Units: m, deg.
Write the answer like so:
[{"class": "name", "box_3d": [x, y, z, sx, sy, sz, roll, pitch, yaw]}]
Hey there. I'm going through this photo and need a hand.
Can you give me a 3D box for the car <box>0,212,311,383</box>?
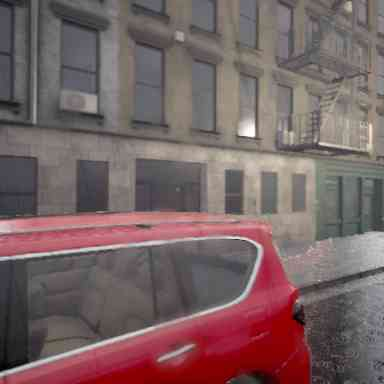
[{"class": "car", "box_3d": [-1.522, 1.221, 2.293, 5.566, 2.045, 2.150, 1, 0, -36]}]
